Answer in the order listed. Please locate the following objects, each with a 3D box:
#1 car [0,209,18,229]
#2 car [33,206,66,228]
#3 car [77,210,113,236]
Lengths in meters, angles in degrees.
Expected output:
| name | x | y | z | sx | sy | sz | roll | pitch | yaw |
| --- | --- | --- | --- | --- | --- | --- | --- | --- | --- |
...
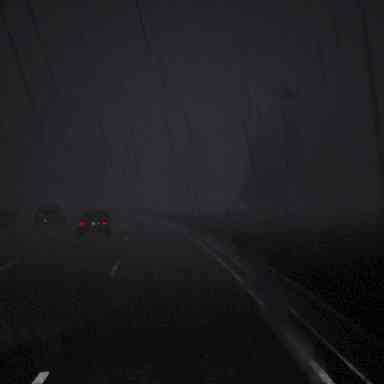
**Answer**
| name | x | y | z | sx | sy | sz | roll | pitch | yaw |
| --- | --- | --- | --- | --- | --- | --- | --- | --- | --- |
| car | -14.047 | 1.876 | 23.960 | 1.994 | 1.385 | 4.181 | 0 | -1 | -15 |
| car | -10.867 | 1.815 | 25.530 | 2.128 | 1.511 | 4.902 | 0 | -1 | -16 |
| car | -5.877 | 1.800 | 20.394 | 2.033 | 1.411 | 5.357 | 0 | -1 | -13 |
